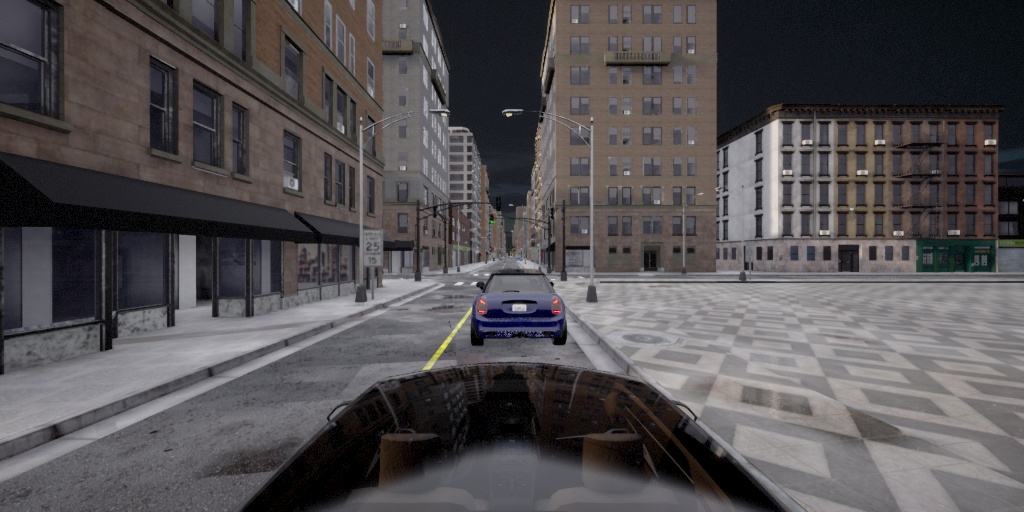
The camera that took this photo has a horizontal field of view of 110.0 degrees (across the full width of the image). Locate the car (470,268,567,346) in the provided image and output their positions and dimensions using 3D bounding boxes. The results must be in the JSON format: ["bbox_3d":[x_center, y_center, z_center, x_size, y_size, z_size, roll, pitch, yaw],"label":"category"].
[{"bbox_3d":[0.099,1.102,9.604,2.097,1.767,4.553,0,0,-1],"label":"car"}]
